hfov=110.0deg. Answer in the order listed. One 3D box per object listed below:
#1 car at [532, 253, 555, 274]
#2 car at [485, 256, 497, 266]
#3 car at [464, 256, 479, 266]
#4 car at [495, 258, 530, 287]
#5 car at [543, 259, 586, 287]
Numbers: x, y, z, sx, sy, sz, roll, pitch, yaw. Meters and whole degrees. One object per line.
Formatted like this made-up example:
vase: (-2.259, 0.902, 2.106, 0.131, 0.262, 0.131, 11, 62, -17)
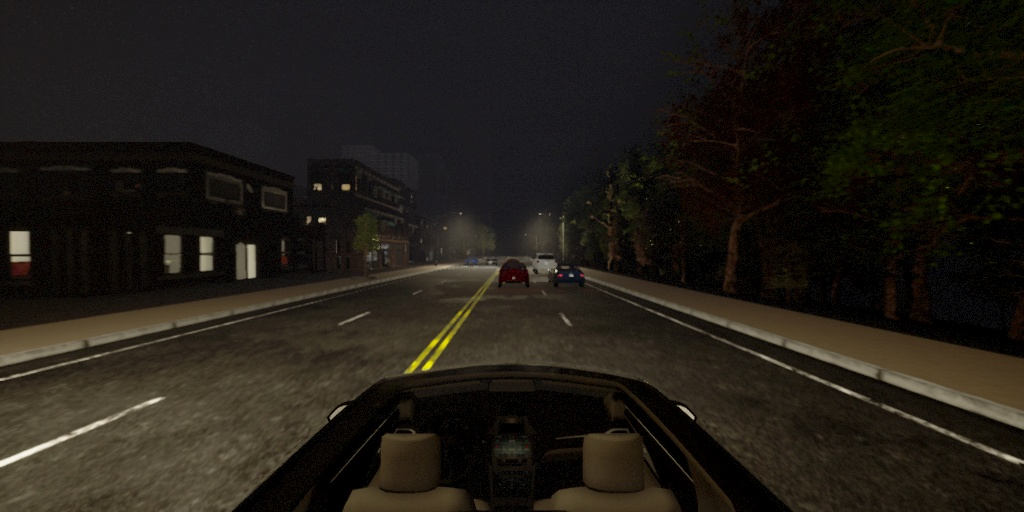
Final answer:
car: (3.321, 0.713, 37.015, 2.150, 2.045, 5.566, 0, 1, 0)
car: (-3.275, 0.826, 57.711, 2.128, 1.511, 4.902, 0, 0, 1)
car: (-6.517, 0.810, 58.169, 1.882, 1.535, 5.008, 0, 0, 1)
car: (0.105, 1.072, 22.941, 1.882, 1.535, 5.008, 0, 1, 0)
car: (3.361, 1.143, 22.825, 2.033, 1.411, 5.357, 0, 0, 0)
